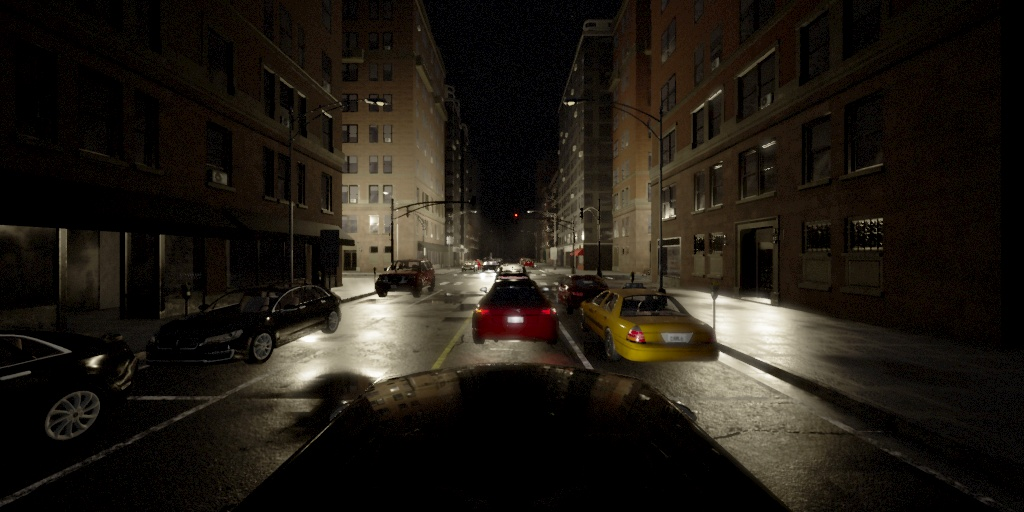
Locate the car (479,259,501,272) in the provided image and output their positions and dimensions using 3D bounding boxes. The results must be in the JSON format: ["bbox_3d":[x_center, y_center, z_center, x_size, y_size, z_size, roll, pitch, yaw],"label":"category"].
[{"bbox_3d":[-2.762,1.344,45.347,1.895,1.301,4.718,0,0,0],"label":"car"}]

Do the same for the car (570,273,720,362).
[{"bbox_3d":[2.648,1.275,8.059,1.751,1.417,4.829,0,0,0],"label":"car"}]

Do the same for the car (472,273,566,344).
[{"bbox_3d":[0.082,1.313,9.571,1.994,1.385,4.181,0,0,0],"label":"car"}]

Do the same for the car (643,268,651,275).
[{"bbox_3d":[15.007,1.366,33.291,5.357,1.411,2.033,0,0,0],"label":"car"}]

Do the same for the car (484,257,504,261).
[{"bbox_3d":[-2.733,1.229,55.147,2.128,1.511,4.902,0,0,0],"label":"car"}]

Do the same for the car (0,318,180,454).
[{"bbox_3d":[-5.388,1.300,2.501,2.007,1.370,4.403,0,0,0],"label":"car"}]

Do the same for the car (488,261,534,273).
[{"bbox_3d":[0.035,1.239,19.440,2.128,1.511,4.902,0,0,0],"label":"car"}]

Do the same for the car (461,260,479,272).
[{"bbox_3d":[-5.301,1.293,45.203,2.007,1.370,4.403,0,0,0],"label":"car"}]

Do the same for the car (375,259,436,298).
[{"bbox_3d":[-5.355,1.062,18.739,2.192,1.841,5.009,0,0,0],"label":"car"}]

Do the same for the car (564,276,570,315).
[{"bbox_3d":[2.659,1.330,13.301,1.802,1.307,4.207,0,0,0],"label":"car"}]

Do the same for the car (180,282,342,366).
[{"bbox_3d":[-5.377,1.300,7.914,2.007,1.370,4.403,0,0,0],"label":"car"}]

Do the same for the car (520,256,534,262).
[{"bbox_3d":[2.757,1.176,61.541,1.967,1.591,4.097,0,0,0],"label":"car"}]
